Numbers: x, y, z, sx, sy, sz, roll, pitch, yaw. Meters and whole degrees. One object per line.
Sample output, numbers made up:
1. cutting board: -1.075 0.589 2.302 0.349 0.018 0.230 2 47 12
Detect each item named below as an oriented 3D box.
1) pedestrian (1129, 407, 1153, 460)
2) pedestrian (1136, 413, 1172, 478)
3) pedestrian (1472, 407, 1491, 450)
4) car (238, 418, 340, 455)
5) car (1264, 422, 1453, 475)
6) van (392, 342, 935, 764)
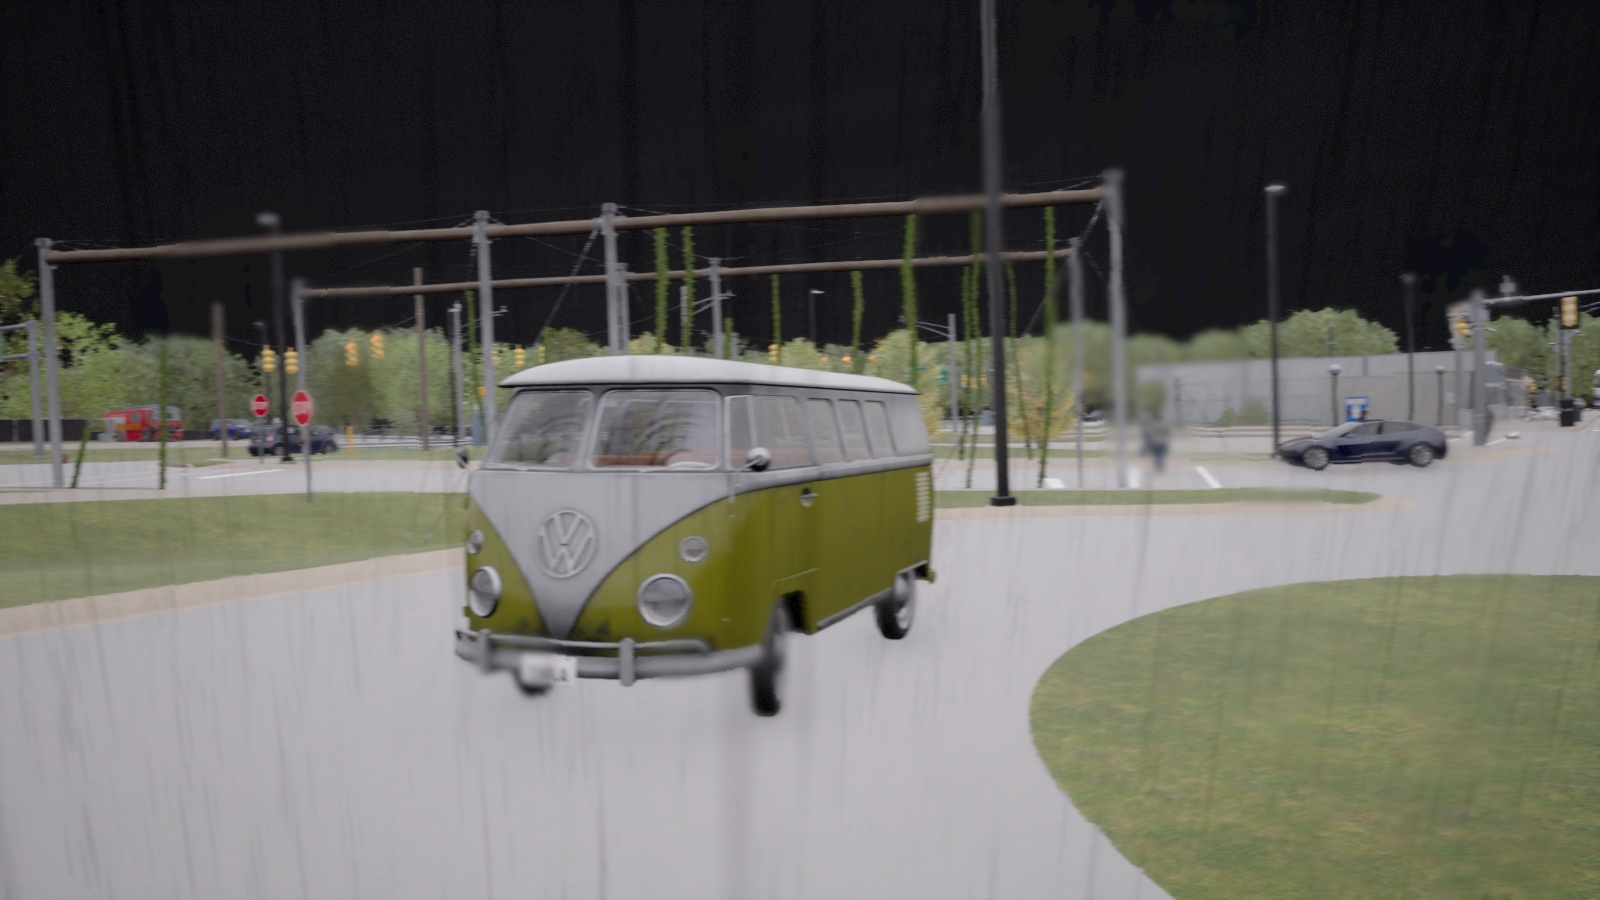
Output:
1. pedestrian: 12.023 -0.587 44.278 0.706 1.836 0.354 -2 2 5
2. pedestrian: 10.419 -0.145 37.001 0.874 1.855 0.900 -1 2 9
3. pedestrian: 30.978 -0.984 57.073 0.659 1.952 0.873 0 3 33
4. car: -23.510 -0.629 57.853 1.851 1.617 3.988 0 1 33
5. car: 16.778 -0.061 37.949 4.792 1.488 2.163 -1 2 5
6. van: -0.516 0.428 8.284 1.775 1.987 4.442 1 2 20
